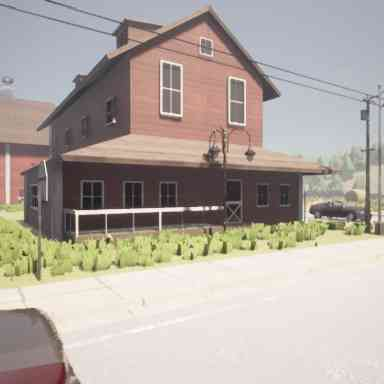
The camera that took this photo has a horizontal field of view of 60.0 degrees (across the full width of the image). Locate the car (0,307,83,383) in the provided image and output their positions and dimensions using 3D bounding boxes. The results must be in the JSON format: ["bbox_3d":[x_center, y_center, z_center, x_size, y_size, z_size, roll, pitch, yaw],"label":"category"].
[{"bbox_3d":[-3.430,1.547,1.835,5.357,1.411,2.033,0,0,-32],"label":"car"}]

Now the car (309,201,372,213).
[{"bbox_3d":[11.706,1.463,26.459,2.128,1.511,4.902,0,0,-33],"label":"car"}]
